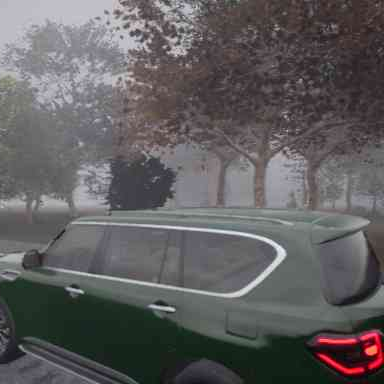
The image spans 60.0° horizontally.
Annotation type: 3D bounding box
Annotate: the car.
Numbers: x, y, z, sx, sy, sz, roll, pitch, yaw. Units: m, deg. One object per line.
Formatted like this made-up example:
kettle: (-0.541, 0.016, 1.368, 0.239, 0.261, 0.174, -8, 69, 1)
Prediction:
car: (-0.533, 1.213, 4.212, 5.566, 2.045, 2.150, 0, 0, 34)
